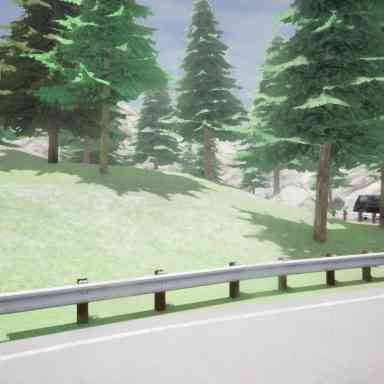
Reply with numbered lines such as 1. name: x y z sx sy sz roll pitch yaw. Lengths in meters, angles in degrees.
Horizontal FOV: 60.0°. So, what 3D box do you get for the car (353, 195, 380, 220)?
1. car: 15.134 1.237 25.556 2.150 2.045 5.566 0 0 -21
